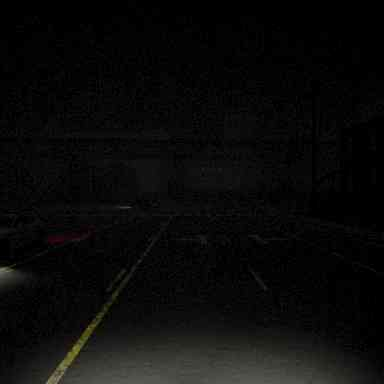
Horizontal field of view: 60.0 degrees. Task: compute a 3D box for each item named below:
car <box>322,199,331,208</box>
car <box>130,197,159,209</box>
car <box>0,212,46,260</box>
[{"bbox_3d":[17.788,1.526,40.149,4.674,1.442,1.812,0,0,0],"label":"car"},{"bbox_3d":[-6.566,1.505,45.438,1.837,1.490,4.892,0,0,-45],"label":"car"},{"bbox_3d":[-7.158,1.526,12.611,1.812,1.442,4.674,0,0,-1],"label":"car"}]
